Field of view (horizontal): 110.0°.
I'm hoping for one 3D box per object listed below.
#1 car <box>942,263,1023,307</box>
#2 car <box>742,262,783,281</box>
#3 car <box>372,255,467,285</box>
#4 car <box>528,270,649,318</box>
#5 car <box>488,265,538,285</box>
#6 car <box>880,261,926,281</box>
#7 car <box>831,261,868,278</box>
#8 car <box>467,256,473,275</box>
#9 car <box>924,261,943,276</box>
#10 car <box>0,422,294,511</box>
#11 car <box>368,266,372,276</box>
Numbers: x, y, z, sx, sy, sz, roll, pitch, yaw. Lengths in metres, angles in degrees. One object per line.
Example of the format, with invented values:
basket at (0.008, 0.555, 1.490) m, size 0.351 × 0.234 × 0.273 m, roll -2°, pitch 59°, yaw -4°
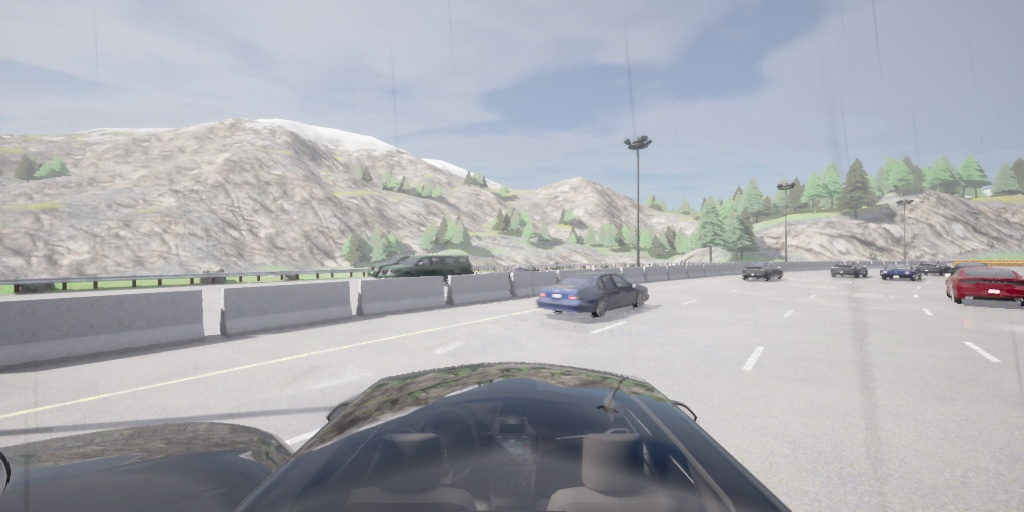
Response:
car at (20.467, 1.227, 15.557) m, size 5.008 × 1.535 × 1.882 m, roll 0°, pitch 0°, yaw -43°
car at (20.795, 1.243, 29.705) m, size 4.902 × 1.511 × 2.128 m, roll 0°, pitch 0°, yaw -39°
car at (-5.996, 0.971, 23.945) m, size 2.150 × 2.045 × 5.566 m, roll 0°, pitch 0°, yaw 43°
car at (3.107, 1.297, 13.050) m, size 2.033 × 1.411 × 5.357 m, roll 0°, pitch 0°, yaw 43°
car at (0.441, 1.351, 25.638) m, size 1.895 × 1.301 × 4.718 m, roll 0°, pitch 0°, yaw 45°
car at (32.304, 1.351, 29.728) m, size 4.718 × 1.301 × 1.895 m, roll 0°, pitch 0°, yaw -35°
car at (31.370, 1.242, 33.338) m, size 4.902 × 1.511 × 2.128 m, roll 0°, pitch 0°, yaw -35°
car at (-5.759, 0.971, 29.306) m, size 2.150 × 2.045 × 5.566 m, roll 0°, pitch 0°, yaw 44°
car at (43.308, 1.242, 36.862) m, size 4.902 × 1.511 × 2.128 m, roll 0°, pitch 0°, yaw -31°
car at (-2.982, 1.255, 0.524) m, size 4.892 × 1.490 × 1.837 m, roll 0°, pitch 0°, yaw -45°
car at (-9.299, 0.971, 30.661) m, size 2.150 × 2.045 × 5.566 m, roll 0°, pitch 0°, yaw 44°
